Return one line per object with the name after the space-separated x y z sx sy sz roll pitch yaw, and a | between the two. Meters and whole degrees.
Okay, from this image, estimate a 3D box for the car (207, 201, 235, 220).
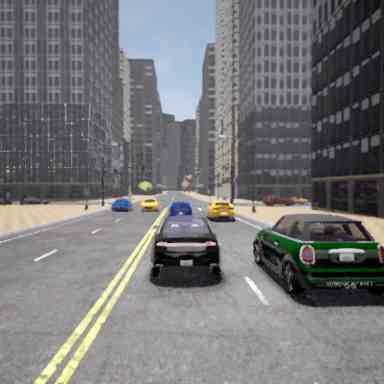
2.318 1.462 27.643 1.882 1.535 5.008 0 0 -2 | car

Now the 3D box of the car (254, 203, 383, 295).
3.082 1.344 8.875 2.097 1.767 4.553 0 0 -2 | car

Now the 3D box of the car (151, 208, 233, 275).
-0.217 1.490 10.417 2.128 1.511 4.902 0 0 -2 | car

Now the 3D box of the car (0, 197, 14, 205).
-30.576 1.436 52.665 4.206 1.307 1.802 0 0 -1 | car

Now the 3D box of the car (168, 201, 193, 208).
-0.936 1.469 27.653 1.882 1.535 5.008 0 0 -3 | car

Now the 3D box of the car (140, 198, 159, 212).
-4.828 1.467 38.483 1.882 1.535 5.008 0 0 -2 | car

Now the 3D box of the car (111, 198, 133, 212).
-8.090 1.474 38.751 1.882 1.535 5.008 0 0 -2 | car

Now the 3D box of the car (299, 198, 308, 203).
19.259 1.579 62.493 4.829 1.417 1.752 0 0 -2 | car

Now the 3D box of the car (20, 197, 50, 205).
-24.892 1.460 52.782 4.313 1.339 1.947 0 0 -1 | car

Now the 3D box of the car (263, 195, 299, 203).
14.021 1.470 53.968 5.009 1.841 2.192 0 0 -2 | car
